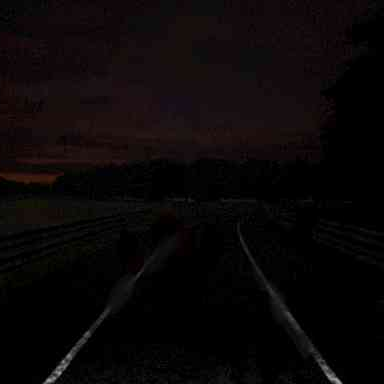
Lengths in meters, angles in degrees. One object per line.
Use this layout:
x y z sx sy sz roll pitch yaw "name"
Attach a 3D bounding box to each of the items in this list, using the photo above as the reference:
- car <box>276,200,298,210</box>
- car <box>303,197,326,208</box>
16.022 2.111 55.851 1.882 1.535 5.008 0 -1 44 "car"
23.127 1.997 63.076 5.566 2.045 2.150 1 -1 -38 "car"
